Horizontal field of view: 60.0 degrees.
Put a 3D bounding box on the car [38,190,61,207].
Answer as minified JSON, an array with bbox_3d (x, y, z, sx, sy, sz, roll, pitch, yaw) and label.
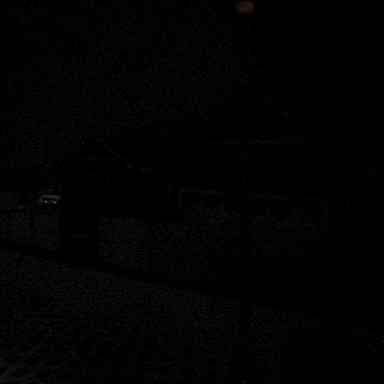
[{"bbox_3d":[-17.064,0.784,41.605,2.150,2.045,5.566,2,1,0],"label":"car"}]
